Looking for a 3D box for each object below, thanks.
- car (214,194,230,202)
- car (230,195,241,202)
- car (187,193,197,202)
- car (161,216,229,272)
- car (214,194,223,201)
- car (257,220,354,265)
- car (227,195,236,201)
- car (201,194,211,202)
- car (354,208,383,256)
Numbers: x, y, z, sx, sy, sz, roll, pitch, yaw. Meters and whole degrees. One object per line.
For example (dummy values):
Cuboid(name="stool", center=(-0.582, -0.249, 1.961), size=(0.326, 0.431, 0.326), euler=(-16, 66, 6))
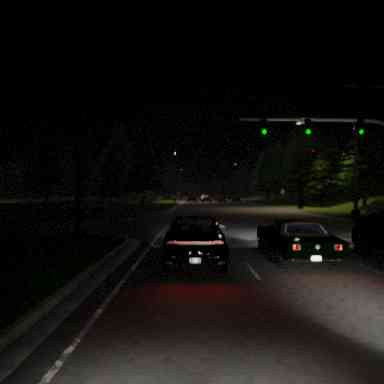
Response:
Cuboid(name="car", center=(6.969, 1.682, 78.206), size=(2.033, 1.411, 5.357), euler=(0, 0, 0))
Cuboid(name="car", center=(10.469, 1.668, 78.624), size=(1.812, 1.442, 4.674), euler=(0, 0, 0))
Cuboid(name="car", center=(-0.031, 1.367, 78.234), size=(2.150, 2.045, 5.566), euler=(0, 0, 0))
Cuboid(name="car", center=(0.088, 1.513, 10.816), size=(2.128, 1.511, 4.902), euler=(0, 0, 0))
Cuboid(name="car", center=(6.965, 1.358, 88.596), size=(2.097, 1.767, 4.553), euler=(0, 0, 0))
Cuboid(name="car", center=(3.590, 1.624, 11.788), size=(1.895, 1.301, 4.718), euler=(0, 0, 0))
Cuboid(name="car", center=(10.465, 1.503, 88.627), size=(1.837, 1.490, 4.892), euler=(0, 0, 0))
Cuboid(name="car", center=(3.469, 1.696, 78.621), size=(1.994, 1.385, 4.181), euler=(0, 0, 0))
Cuboid(name="car", center=(7.090, 1.243, 10.172), size=(2.150, 2.045, 5.566), euler=(0, 0, 0))
